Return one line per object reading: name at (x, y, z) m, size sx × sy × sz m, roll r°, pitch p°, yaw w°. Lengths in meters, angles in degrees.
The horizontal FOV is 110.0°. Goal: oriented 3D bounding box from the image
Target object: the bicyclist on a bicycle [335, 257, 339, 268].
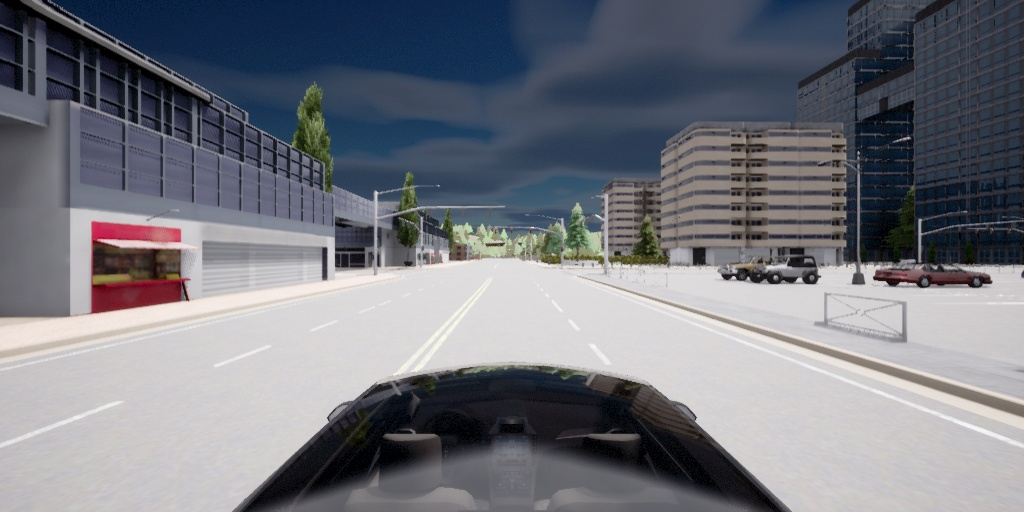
bicyclist on a bicycle at (-26.165, 1.026, 53.319) m, size 0.582 × 1.620 × 1.656 m, roll 0°, pitch 0°, yaw -1°
